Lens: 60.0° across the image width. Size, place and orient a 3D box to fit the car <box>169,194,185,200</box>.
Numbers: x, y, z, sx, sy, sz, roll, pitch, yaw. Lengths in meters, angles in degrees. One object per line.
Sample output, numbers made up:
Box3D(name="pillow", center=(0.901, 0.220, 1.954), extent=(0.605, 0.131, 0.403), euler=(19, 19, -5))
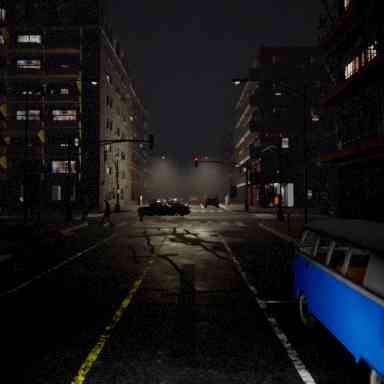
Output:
Box3D(name="car", center=(-2.574, 1.556, 57.184), extent=(1.837, 1.490, 4.892), euler=(0, 0, 0))

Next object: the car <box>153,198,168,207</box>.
Box3D(name="car", center=(-5.058, 1.612, 53.609), extent=(1.947, 1.339, 4.313), euler=(1, 0, 0))

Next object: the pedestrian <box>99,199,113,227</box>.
Box3D(name="pedestrian", center=(-5.458, 1.310, 21.120), extent=(0.375, 1.860, 0.375), euler=(1, -1, 0))

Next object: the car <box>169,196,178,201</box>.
Box3D(name="car", center=(-4.908, 1.715, 86.980), extent=(2.008, 1.369, 4.403), euler=(1, 0, 0))

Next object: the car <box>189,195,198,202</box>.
Box3D(name="car", center=(0.353, 1.583, 77.653), extent=(1.882, 1.535, 5.008), euler=(0, 0, 0))

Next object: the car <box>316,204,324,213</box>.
Box3D(name="car", center=(14.999, 1.494, 33.135), extent=(5.008, 1.535, 1.882), euler=(0, -1, 1))

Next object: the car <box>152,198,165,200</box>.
Box3D(name="car", center=(-5.083, 1.606, 48.048), extent=(1.947, 1.339, 4.313), euler=(1, 0, 0))

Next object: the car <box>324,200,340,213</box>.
Box3D(name="car", center=(13.868, 1.454, 27.726), extent=(4.403, 1.369, 2.008), euler=(0, -1, 0))

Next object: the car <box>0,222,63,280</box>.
Box3D(name="car", center=(-5.257, 1.588, 9.968), extent=(1.802, 1.307, 4.206), euler=(1, 0, 0))

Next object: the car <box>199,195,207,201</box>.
Box3D(name="car", center=(2.973, 1.605, 86.980), extent=(1.967, 1.590, 4.097), euler=(1, 0, 0))

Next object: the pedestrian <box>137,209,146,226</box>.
Box3D(name="pedestrian", center=(-3.263, 1.691, 21.699), extent=(0.500, 1.100, 0.500), euler=(1, -1, 0))

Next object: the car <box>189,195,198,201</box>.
Box3D(name="car", center=(0.400, 1.527, 88.078), extent=(2.128, 1.511, 4.902), euler=(0, 0, 0))

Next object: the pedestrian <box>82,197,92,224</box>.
Box3D(name="pedestrian", center=(-7.147, 1.154, 22.346), extent=(0.375, 1.860, 0.375), euler=(1, -1, 0))

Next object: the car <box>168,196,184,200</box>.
Box3D(name="car", center=(-2.623, 1.604, 48.305), extent=(1.994, 1.385, 4.181), euler=(0, 0, 1))

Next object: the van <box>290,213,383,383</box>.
Box3D(name="van", center=(2.569, 1.343, 4.346), extent=(1.690, 1.788, 3.998), euler=(1, 0, 0))

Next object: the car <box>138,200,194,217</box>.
Box3D(name="car", center=(-2.426, 1.602, 30.306), extent=(4.718, 1.301, 1.895), euler=(0, -1, 0))

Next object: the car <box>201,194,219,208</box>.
Box3D(name="car", center=(2.802, 1.355, 48.058), extent=(2.192, 1.841, 5.009), euler=(1, 0, 0))

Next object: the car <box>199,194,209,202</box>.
Box3D(name="car", center=(2.950, 1.448, 81.416), extent=(2.192, 1.841, 5.009), euler=(1, 0, 0))

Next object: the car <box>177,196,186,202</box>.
Box3D(name="car", center=(-2.389, 1.653, 79.562), extent=(2.033, 1.411, 5.357), euler=(0, 0, 0))
